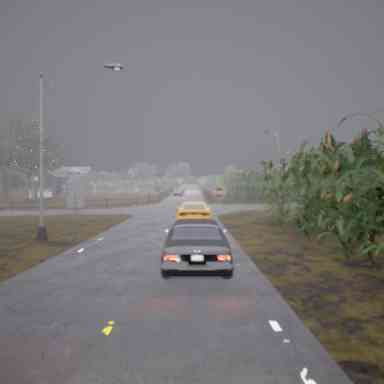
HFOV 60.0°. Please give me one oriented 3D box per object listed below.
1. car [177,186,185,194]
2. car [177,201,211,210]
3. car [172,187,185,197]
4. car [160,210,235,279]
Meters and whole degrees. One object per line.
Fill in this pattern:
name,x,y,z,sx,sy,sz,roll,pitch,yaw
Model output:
car,-2.610,-0.489,78.833,1.882,1.535,5.008,0,2,0
car,0.123,1.284,19.521,1.882,1.535,5.008,0,1,0
car,-2.668,0.153,63.475,1.882,1.535,5.008,0,2,1
car,0.116,1.482,9.848,2.033,1.411,5.357,0,0,0
